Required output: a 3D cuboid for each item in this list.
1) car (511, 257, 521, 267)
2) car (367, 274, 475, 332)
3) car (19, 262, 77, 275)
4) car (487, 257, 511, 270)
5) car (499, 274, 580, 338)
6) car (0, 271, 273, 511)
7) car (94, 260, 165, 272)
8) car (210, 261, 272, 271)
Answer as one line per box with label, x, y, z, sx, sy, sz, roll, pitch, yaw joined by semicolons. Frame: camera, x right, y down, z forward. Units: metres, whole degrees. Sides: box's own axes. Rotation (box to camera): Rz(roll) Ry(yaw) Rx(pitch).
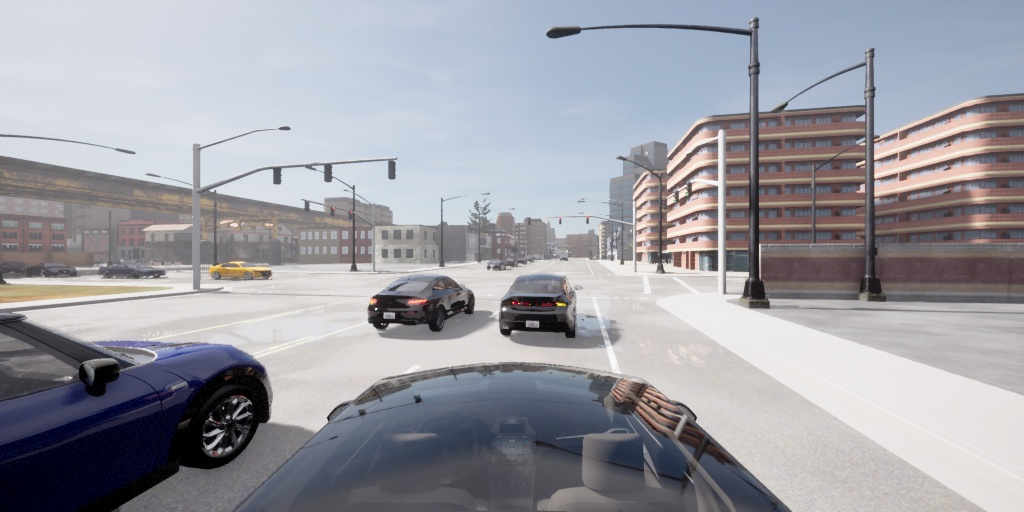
car;-0.245;0.957;57.338;1.882;1.535;5.008;0;1;11
car;-2.539;1.276;10.924;1.812;1.442;4.674;0;0;11
car;-43.983;1.314;34.216;4.181;1.385;1.994;0;0;15
car;-2.042;1.106;48.061;2.128;1.511;4.902;0;1;11
car;0.907;1.255;10.284;1.837;1.490;4.892;0;0;11
car;-3.858;1.102;2.146;2.097;1.767;4.553;0;0;6
car;-34.120;1.298;32.161;5.357;1.411;2.033;0;0;9
car;-22.826;1.228;30.247;5.008;1.535;1.882;0;0;10
